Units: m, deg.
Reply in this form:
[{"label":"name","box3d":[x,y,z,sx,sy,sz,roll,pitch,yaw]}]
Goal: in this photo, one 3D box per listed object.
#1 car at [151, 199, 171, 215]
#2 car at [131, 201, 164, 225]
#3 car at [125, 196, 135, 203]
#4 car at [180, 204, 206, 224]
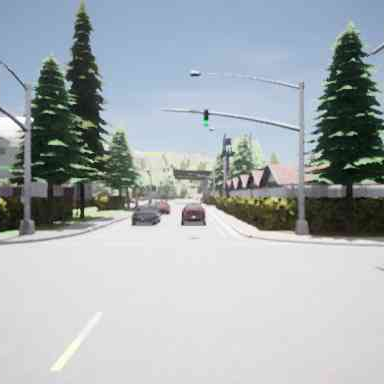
[{"label":"car","box3d":[-3.562,1.851,39.237,1.882,1.535,5.008,0,0,0]},{"label":"car","box3d":[-3.573,1.758,26.498,1.837,1.490,4.892,0,-1,1]},{"label":"car","box3d":[-16.732,1.852,81.618,3.866,1.878,1.905,0,-1,0]},{"label":"car","box3d":[0.087,1.736,27.114,1.882,1.535,5.008,0,-1,-1]}]
